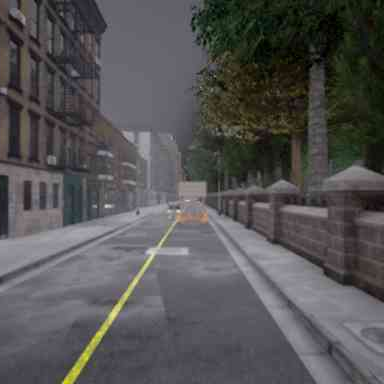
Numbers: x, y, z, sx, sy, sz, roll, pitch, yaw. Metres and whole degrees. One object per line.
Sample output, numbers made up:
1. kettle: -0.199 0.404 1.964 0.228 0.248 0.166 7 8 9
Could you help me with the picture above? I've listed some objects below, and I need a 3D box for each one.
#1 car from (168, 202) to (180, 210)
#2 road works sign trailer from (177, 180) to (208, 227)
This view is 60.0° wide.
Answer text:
1. car: -3.033 2.405 58.005 1.812 1.442 4.674 0 -1 1
2. road works sign trailer: 0.007 0.845 26.206 2.380 3.560 2.880 0 -1 0
